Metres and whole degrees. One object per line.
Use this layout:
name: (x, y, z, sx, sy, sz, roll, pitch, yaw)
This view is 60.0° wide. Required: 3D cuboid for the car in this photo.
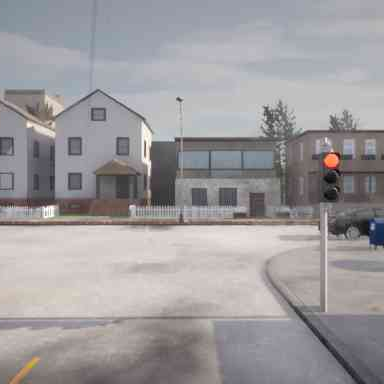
car: (8.840, 1.477, 16.253, 5.008, 1.535, 1.882, 0, 0, 0)
